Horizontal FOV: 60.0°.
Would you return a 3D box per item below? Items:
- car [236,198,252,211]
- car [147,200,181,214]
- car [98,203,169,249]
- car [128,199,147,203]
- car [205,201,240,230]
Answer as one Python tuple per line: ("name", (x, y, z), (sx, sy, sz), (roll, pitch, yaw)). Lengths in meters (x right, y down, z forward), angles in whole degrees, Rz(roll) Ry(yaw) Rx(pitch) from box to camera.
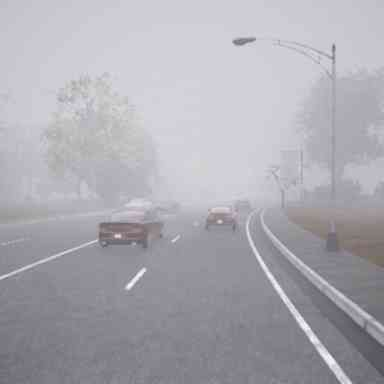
("car", (6.323, 1.488, 41.199), (2.128, 1.511, 4.902), (0, 0, 15))
("car", (-2.600, 1.511, 35.094), (2.033, 1.411, 5.357), (0, 0, 13))
("car", (-2.472, 1.460, 14.656), (1.882, 1.535, 5.008), (0, 0, 6))
("car", (-5.863, 1.474, 36.606), (1.812, 1.442, 4.674), (0, 0, 14))
("car", (1.939, 1.520, 21.209), (1.812, 1.442, 4.674), (0, 0, 9))
